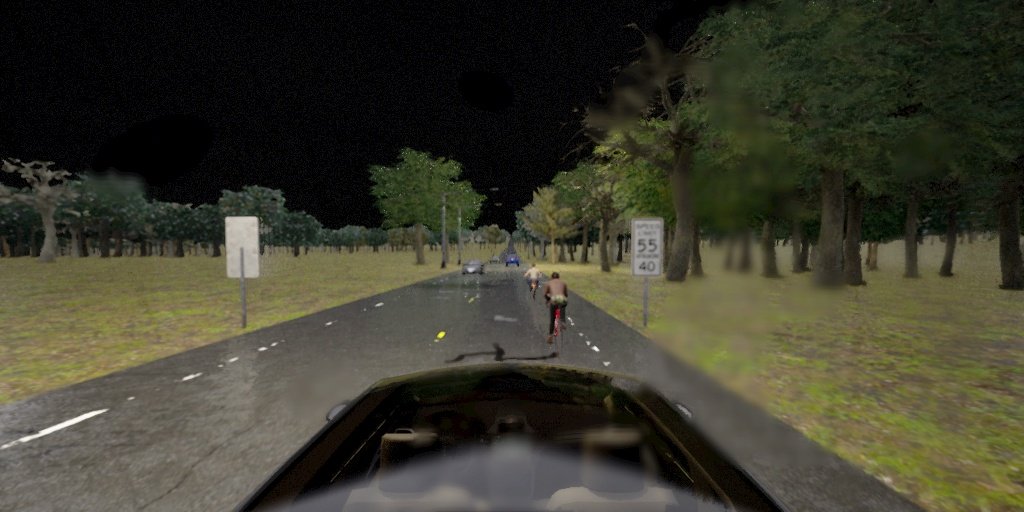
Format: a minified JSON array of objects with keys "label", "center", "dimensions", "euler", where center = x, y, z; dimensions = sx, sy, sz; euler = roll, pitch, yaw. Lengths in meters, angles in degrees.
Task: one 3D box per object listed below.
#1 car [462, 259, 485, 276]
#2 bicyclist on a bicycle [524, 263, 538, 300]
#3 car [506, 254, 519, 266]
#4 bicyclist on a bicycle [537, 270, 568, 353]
[{"label":"car","center":[-3.596,1.062,33.971],"dimensions":[2.128,1.511,4.902],"euler":[0,0,0]},{"label":"bicyclist on a bicycle","center":[0.956,1.106,15.913],"dimensions":[0.866,1.612,1.509],"euler":[0,0,0]},{"label":"car","center":[0.090,0.669,61.138],"dimensions":[2.150,2.045,5.566],"euler":[0,0,0]},{"label":"bicyclist on a bicycle","center":[0.962,1.168,7.762],"dimensions":[0.582,1.620,1.656],"euler":[0,0,0]}]
